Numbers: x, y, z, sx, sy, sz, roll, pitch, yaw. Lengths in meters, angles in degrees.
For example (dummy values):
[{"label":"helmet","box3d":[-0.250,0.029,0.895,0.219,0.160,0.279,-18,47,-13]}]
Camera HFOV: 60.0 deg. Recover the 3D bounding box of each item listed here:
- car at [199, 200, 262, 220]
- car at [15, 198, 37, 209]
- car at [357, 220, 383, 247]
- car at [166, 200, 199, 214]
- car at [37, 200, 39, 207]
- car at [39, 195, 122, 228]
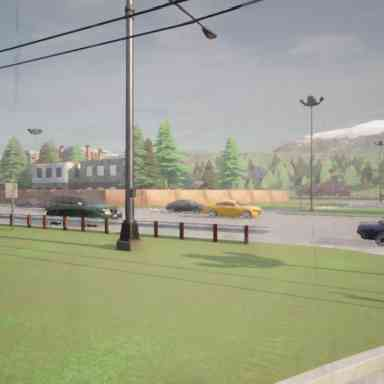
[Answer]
[{"label":"car","box3d":[3.461,1.477,28.636,5.008,1.535,1.882,0,0,28]},{"label":"car","box3d":[-22.651,1.564,46.491,4.181,1.385,1.994,0,0,28]},{"label":"car","box3d":[9.385,1.600,13.602,4.718,1.301,1.895,0,0,28]},{"label":"car","box3d":[-0.497,1.525,34.698,4.674,1.442,1.812,0,0,28]},{"label":"car","box3d":[-14.901,1.547,38.385,5.357,1.411,2.033,0,0,28]},{"label":"car","box3d":[-7.341,1.223,22.483,5.566,2.045,2.150,0,0,28]}]
